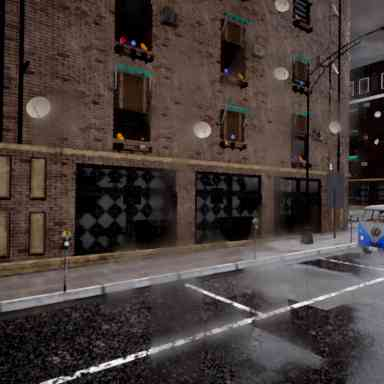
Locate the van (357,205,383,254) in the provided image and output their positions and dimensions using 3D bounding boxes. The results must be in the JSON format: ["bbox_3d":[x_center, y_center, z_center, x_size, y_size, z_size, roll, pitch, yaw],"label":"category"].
[{"bbox_3d":[7.635,1.345,12.093,3.998,1.788,1.690,0,1,-35],"label":"van"}]
